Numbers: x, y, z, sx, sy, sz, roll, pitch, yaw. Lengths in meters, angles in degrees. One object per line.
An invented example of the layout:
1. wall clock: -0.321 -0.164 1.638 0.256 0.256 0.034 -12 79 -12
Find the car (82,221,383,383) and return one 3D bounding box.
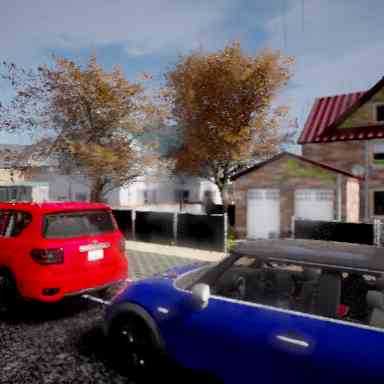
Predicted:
1. car: 1.008 1.371 4.040 4.553 1.767 2.097 0 0 36

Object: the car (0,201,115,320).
1. car: -3.921 1.219 7.563 5.566 2.045 2.150 0 0 36
